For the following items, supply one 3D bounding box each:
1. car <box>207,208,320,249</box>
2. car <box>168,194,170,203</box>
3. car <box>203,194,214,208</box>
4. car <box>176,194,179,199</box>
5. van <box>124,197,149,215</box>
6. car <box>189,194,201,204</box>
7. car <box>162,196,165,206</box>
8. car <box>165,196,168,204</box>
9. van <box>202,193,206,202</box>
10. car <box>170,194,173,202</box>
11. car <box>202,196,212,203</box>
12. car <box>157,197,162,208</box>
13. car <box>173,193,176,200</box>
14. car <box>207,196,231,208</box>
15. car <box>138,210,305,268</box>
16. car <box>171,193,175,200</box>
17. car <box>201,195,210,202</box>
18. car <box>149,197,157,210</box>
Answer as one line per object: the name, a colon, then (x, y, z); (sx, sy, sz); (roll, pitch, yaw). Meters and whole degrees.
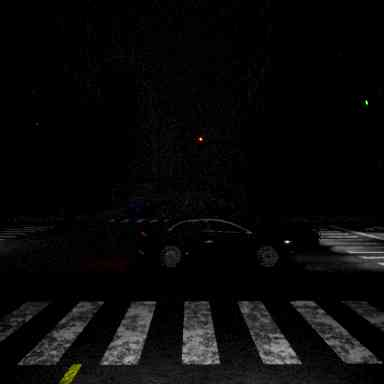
car: (2.878, 1.531, 13.937); (4.674, 1.442, 1.812); (0, 0, 0)
car: (-5.533, 1.527, 61.566); (1.752, 1.417, 4.829); (0, 0, 0)
car: (2.902, 1.443, 44.690); (1.967, 1.590, 4.097); (0, 0, 0)
car: (-5.381, 1.307, 90.078); (2.192, 1.841, 5.009); (0, 0, 0)
van: (-5.684, 1.343, 33.395); (1.690, 1.788, 3.998); (0, 0, 0)
car: (0.338, 1.565, 63.725); (1.994, 1.385, 4.181); (0, 0, 0)
car: (-5.593, 1.585, 50.400); (1.802, 1.307, 4.206); (0, 0, 0)
car: (-5.563, 1.568, 56.068); (1.947, 1.339, 4.313); (0, 0, 0)
van: (2.963, 1.344, 56.028); (1.690, 1.788, 3.998); (0, 0, 0)
car: (-5.502, 1.566, 67.404); (1.947, 1.339, 4.313); (0, 0, 0)
car: (3.024, 1.551, 67.367); (2.008, 1.369, 4.403); (0, 0, 0)
car: (-5.623, 1.569, 44.732); (1.947, 1.339, 4.313); (0, 0, 0)
car: (-5.442, 1.522, 78.571); (1.752, 1.417, 4.829); (0, 0, 0)
car: (2.842, 1.442, 33.352); (1.967, 1.590, 4.097); (0, 0, 0)
car: (0.746, 1.496, 10.667); (4.902, 1.511, 2.128); (0, 0, 0)
car: (-5.472, 1.543, 73.072); (1.887, 1.381, 4.507); (0, 0, 0)
car: (3.084, 1.437, 78.706); (1.967, 1.590, 4.097); (0, 0, 0)
car: (-5.654, 1.443, 39.064); (1.967, 1.590, 4.097); (0, 0, 0)
